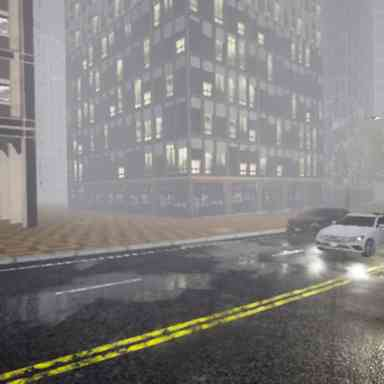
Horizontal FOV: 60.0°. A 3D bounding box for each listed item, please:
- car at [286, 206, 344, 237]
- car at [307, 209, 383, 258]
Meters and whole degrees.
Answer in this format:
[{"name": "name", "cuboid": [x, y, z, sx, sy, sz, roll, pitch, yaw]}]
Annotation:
[{"name": "car", "cuboid": [6.939, 1.520, 17.446, 5.008, 1.535, 1.882, 0, 0, -40]}, {"name": "car", "cuboid": [6.743, 1.554, 13.073, 4.674, 1.442, 1.812, 0, 0, -39]}]
